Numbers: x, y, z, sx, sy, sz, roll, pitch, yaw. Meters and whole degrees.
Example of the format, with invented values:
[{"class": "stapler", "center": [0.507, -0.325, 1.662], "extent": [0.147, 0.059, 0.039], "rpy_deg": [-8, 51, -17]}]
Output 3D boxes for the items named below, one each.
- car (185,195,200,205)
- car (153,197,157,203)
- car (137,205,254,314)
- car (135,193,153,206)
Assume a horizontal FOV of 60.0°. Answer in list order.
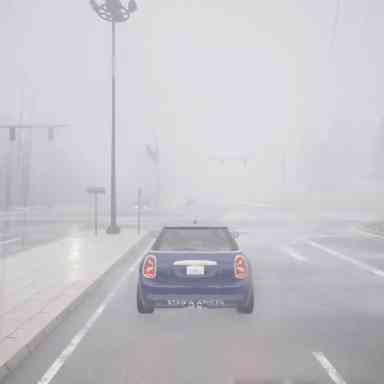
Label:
[{"class": "car", "center": [-0.142, 1.523, 54.610], "extent": [1.812, 1.442, 4.674], "rpy_deg": [0, 0, -1]}, {"class": "car", "center": [-8.346, 1.544, 65.586], "extent": [2.033, 1.411, 5.357], "rpy_deg": [0, 0, 0]}, {"class": "car", "center": [0.074, 1.352, 7.790], "extent": [2.097, 1.767, 4.553], "rpy_deg": [0, 0, 0]}, {"class": "car", "center": [-8.250, 1.349, 55.971], "extent": [2.097, 1.767, 4.553], "rpy_deg": [0, 0, -1]}]
